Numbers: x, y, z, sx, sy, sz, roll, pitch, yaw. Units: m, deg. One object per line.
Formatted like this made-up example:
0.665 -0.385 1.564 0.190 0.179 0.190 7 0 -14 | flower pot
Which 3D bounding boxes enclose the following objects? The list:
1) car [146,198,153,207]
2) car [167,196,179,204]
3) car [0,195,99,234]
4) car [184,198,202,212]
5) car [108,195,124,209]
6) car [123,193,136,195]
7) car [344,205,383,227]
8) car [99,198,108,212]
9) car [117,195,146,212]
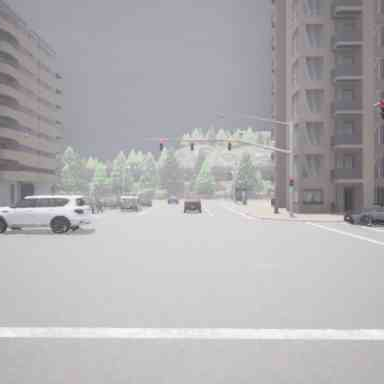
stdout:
-6.952 1.507 48.634 1.994 1.385 4.181 0 0 1 | car
-3.369 1.456 60.049 1.812 1.442 4.674 0 0 0 | car
-8.401 1.200 18.429 5.566 2.045 2.150 0 0 1 | car
0.102 1.433 37.924 1.882 1.535 5.008 0 0 1 | car
-10.486 1.475 43.753 1.812 1.442 4.674 0 0 0 | car
-10.431 1.159 54.877 2.150 2.045 5.566 0 0 1 | car
12.306 1.538 21.838 4.181 1.385 1.994 0 0 4 | car
-10.511 1.464 34.503 1.837 1.490 4.892 0 0 0 | car
-6.988 1.460 38.691 1.837 1.490 4.892 0 0 0 | car
